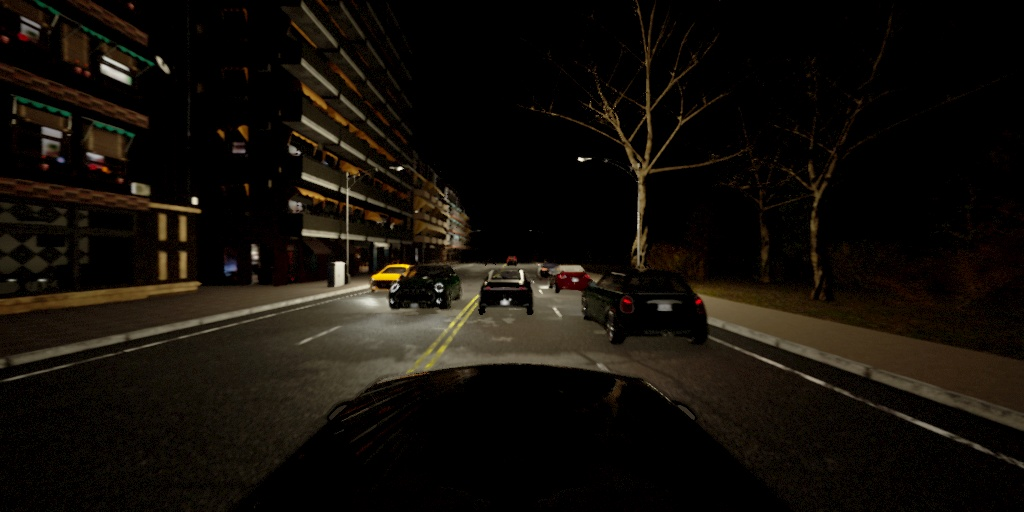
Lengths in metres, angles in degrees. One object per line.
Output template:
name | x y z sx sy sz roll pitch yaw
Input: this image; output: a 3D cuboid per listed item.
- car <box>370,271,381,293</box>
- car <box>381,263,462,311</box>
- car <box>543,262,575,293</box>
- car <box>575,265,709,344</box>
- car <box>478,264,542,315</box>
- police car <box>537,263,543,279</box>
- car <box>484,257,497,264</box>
car | -6.600 1.244 20.965 1.882 1.535 5.008 0 0 0
car | -3.350 1.113 14.542 2.097 1.767 4.553 0 0 0
car | 3.247 1.271 20.812 2.163 1.488 4.792 0 0 0
car | 3.249 1.110 9.752 2.097 1.767 4.553 0 0 0
car | -0.174 1.253 13.707 2.128 1.511 4.902 0 0 1
police car | 3.246 1.281 31.784 2.038 1.542 4.974 0 0 0
car | -3.257 0.934 55.127 1.812 1.442 4.674 0 0 0
